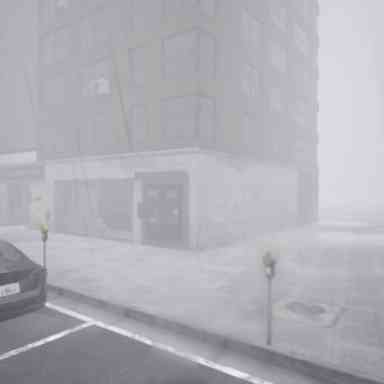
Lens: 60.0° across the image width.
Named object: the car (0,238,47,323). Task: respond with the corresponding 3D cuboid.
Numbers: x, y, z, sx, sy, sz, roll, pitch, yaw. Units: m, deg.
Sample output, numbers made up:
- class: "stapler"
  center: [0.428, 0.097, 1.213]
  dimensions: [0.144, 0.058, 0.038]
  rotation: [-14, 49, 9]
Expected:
- class: "car"
  center: [-4.485, 1.516, 6.289]
  dimensions: [4.313, 1.339, 1.947]
  rotation: [0, 0, 36]
